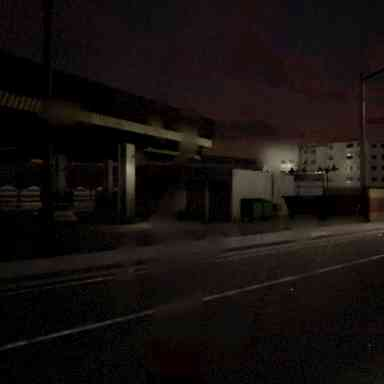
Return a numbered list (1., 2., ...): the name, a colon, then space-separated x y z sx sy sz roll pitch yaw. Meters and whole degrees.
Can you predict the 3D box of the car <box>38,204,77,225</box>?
1. car: -9.346 1.526 22.996 1.970 1.475 3.806 0 0 -35
